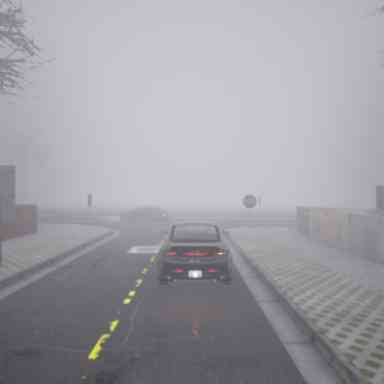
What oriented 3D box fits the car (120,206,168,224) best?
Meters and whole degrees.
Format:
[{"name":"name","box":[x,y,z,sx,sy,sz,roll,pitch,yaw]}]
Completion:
[{"name":"car","box":[-3.961,1.808,27.513,4.181,1.385,1.994,1,-1,32]}]

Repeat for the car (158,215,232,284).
[{"name":"car","box":[0.082,1.608,9.908,1.837,1.490,4.892,0,0,0]}]
